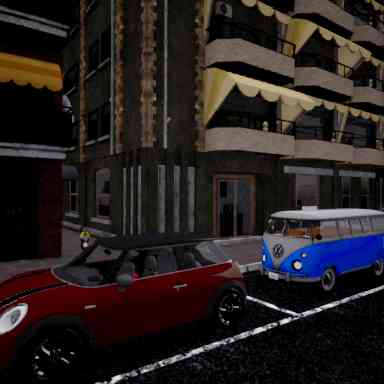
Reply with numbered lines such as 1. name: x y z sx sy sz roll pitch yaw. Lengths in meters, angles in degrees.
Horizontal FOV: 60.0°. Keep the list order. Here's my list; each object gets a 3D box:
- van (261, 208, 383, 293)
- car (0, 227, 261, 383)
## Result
1. van: 3.523 1.345 8.605 3.998 1.788 1.690 0 0 -35
2. car: -1.110 1.441 5.301 4.097 1.590 1.967 0 0 -35
